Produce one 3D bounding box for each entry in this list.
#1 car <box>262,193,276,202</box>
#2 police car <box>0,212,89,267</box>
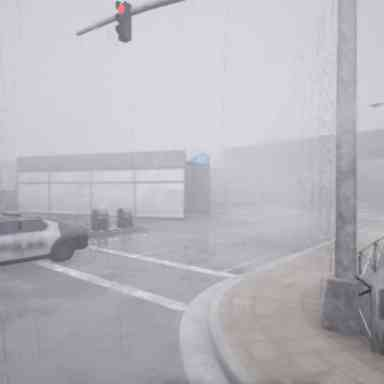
[{"bbox_3d":[13.353,0.981,60.138,2.242,1.667,4.611,1,1,39],"label":"car"},{"bbox_3d":[-5.569,1.409,9.512,2.038,1.542,4.974,1,1,39],"label":"police car"}]
